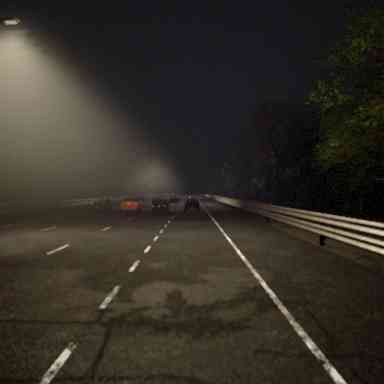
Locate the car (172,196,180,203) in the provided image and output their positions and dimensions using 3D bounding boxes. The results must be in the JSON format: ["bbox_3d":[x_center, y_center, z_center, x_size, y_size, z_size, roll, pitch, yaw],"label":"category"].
[{"bbox_3d":[-3.457,1.550,69.437,2.128,1.511,4.902,0,0,0],"label":"car"}]

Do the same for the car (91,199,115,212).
[{"bbox_3d":[-10.487,1.541,39.240,1.812,1.442,4.674,0,0,0],"label":"car"}]

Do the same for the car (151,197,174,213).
[{"bbox_3d":[-3.495,1.563,38.037,2.033,1.411,5.357,0,0,0],"label":"car"}]

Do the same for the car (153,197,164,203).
[{"bbox_3d":[-6.961,1.631,69.204,1.895,1.301,4.718,0,0,0],"label":"car"}]

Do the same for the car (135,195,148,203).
[{"bbox_3d":[-10.462,1.512,68.790,1.882,1.535,5.008,0,0,0],"label":"car"}]

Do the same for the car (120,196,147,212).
[{"bbox_3d":[-6.987,1.367,39.016,2.097,1.767,4.553,0,0,0],"label":"car"}]

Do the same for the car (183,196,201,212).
[{"bbox_3d":[0.015,1.523,38.954,1.837,1.490,4.892,0,1,0],"label":"car"}]

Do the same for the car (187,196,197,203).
[{"bbox_3d":[0.041,1.577,69.520,2.033,1.411,5.357,0,0,0],"label":"car"}]
